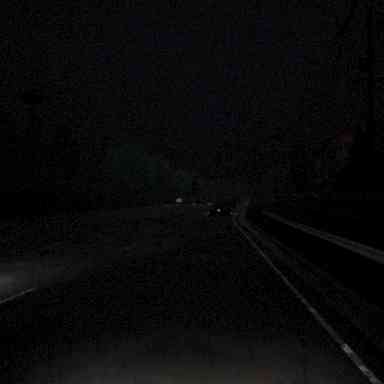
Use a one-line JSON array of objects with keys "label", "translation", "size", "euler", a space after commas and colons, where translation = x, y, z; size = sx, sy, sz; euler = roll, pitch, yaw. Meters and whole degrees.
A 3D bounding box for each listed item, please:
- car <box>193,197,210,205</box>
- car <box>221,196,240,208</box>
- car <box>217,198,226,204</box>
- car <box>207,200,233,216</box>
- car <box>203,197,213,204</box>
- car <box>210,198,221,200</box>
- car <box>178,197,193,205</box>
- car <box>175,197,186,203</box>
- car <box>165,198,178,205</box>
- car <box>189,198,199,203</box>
[{"label": "car", "translation": [2.154, 2.134, 72.664], "size": [1.837, 1.490, 4.892], "euler": [0, -1, 10]}, {"label": "car", "translation": [6.633, 1.861, 57.031], "size": [2.097, 1.767, 4.553], "euler": [0, -1, 10]}, {"label": "car", "translation": [7.393, 2.117, 82.328], "size": [1.994, 1.385, 4.181], "euler": [0, -1, 10]}, {"label": "car", "translation": [3.126, 1.891, 36.660], "size": [1.994, 1.385, 4.181], "euler": [0, 0, 9]}, {"label": "car", "translation": [3.945, 2.067, 82.930], "size": [1.837, 1.490, 4.892], "euler": [0, -1, 10]}, {"label": "car", "translation": [5.668, 2.187, 72.440], "size": [1.994, 1.385, 4.181], "euler": [0, -1, 10]}, {"label": "car", "translation": [-1.222, 2.192, 73.676], "size": [1.994, 1.385, 4.181], "euler": [0, -1, 10]}, {"label": "car", "translation": [-2.950, 2.094, 84.133], "size": [1.812, 1.442, 4.674], "euler": [0, -1, 10]}, {"label": "car", "translation": [-4.742, 2.137, 73.868], "size": [1.837, 1.490, 4.892], "euler": [0, -1, 10]}, {"label": "car", "translation": [0.503, 2.164, 83.561], "size": [1.895, 1.301, 4.718], "euler": [0, -1, 10]}]
